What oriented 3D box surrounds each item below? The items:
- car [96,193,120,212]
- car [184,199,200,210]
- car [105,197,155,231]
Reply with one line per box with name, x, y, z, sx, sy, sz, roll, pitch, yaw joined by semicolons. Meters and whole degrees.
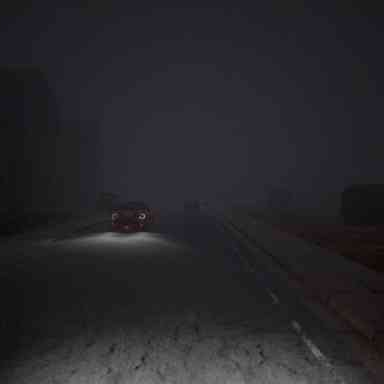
car;-7.737;1.132;32.395;1.905;1.878;3.866;8;-3;-42
car;0.005;1.540;42.642;1.994;1.385;4.181;0;0;0
car;-3.553;1.341;20.381;2.097;1.767;4.553;0;0;0
